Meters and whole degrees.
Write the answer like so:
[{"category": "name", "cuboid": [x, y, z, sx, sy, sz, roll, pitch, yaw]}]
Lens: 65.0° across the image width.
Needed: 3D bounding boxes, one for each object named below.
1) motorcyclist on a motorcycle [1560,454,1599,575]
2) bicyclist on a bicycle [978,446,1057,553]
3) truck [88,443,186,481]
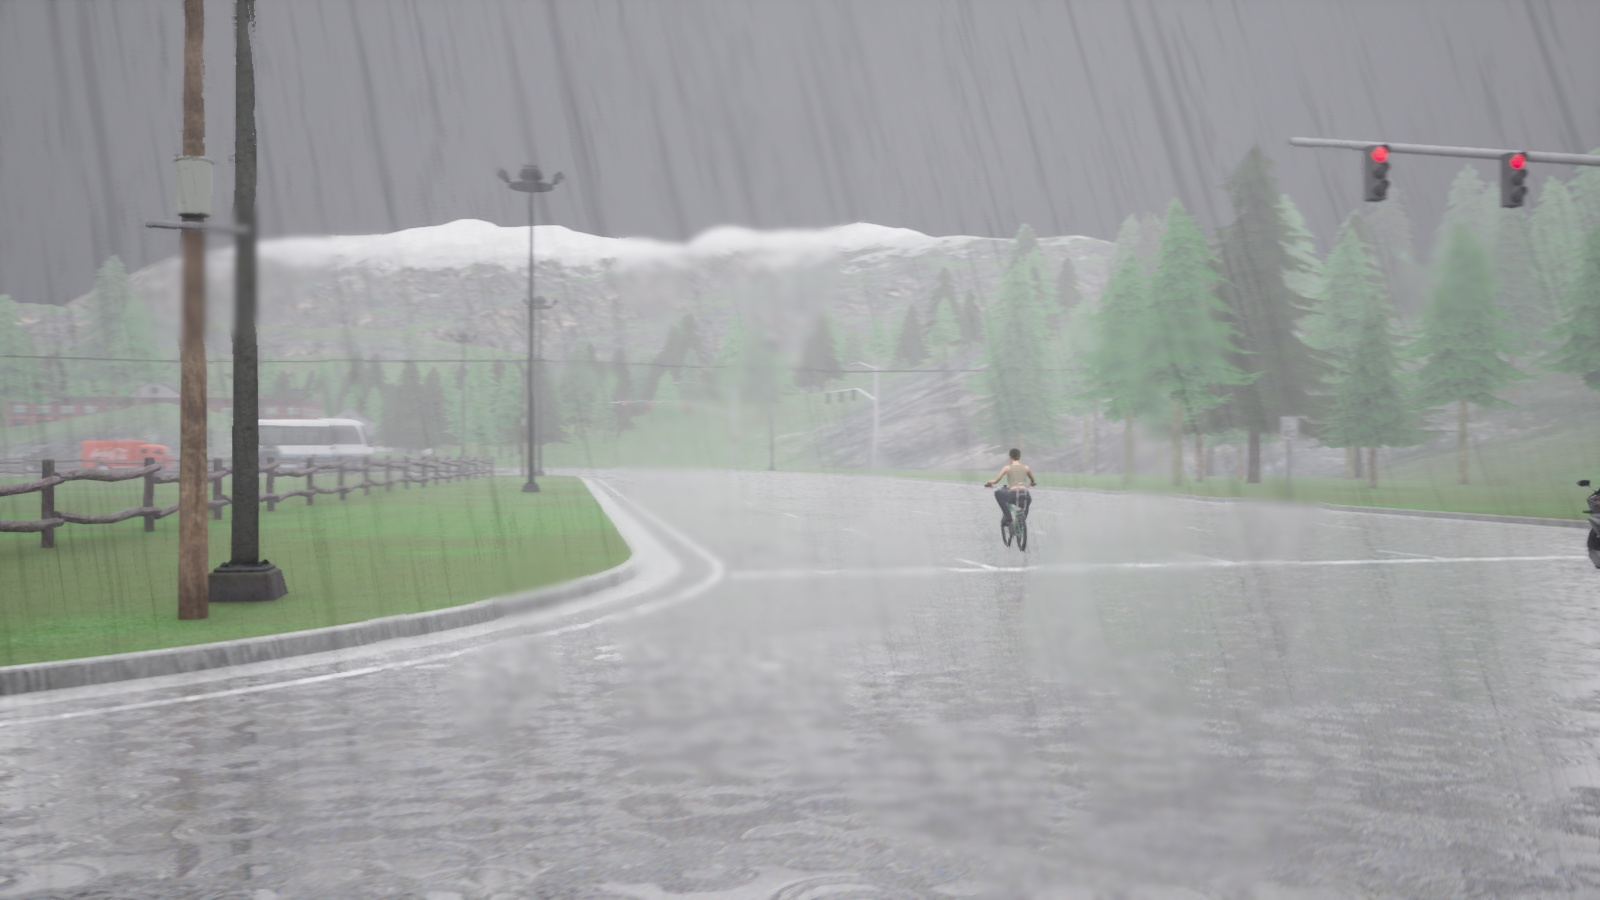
[{"category": "motorcyclist on a motorcycle", "cuboid": [10.543, 0.814, 15.708, 0.866, 1.530, 2.191, -1, 0, 4]}, {"category": "bicyclist on a bicycle", "cuboid": [3.441, 0.761, 19.967, 0.866, 1.612, 1.509, -1, 0, -4]}, {"category": "truck", "cuboid": [-44.280, 0.806, 83.995, 5.204, 2.467, 2.627, 0, 0, -11]}]
